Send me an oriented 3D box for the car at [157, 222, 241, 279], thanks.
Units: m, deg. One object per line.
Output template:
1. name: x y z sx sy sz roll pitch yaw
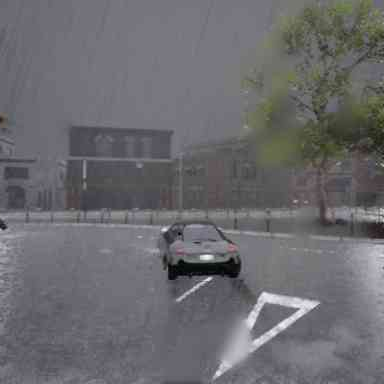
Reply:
1. car: 0.043 1.590 10.215 1.994 1.385 4.181 1 0 -9

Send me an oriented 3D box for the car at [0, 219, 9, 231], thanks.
1. car: -12.436 1.577 16.872 5.357 1.411 2.033 0 0 -5
